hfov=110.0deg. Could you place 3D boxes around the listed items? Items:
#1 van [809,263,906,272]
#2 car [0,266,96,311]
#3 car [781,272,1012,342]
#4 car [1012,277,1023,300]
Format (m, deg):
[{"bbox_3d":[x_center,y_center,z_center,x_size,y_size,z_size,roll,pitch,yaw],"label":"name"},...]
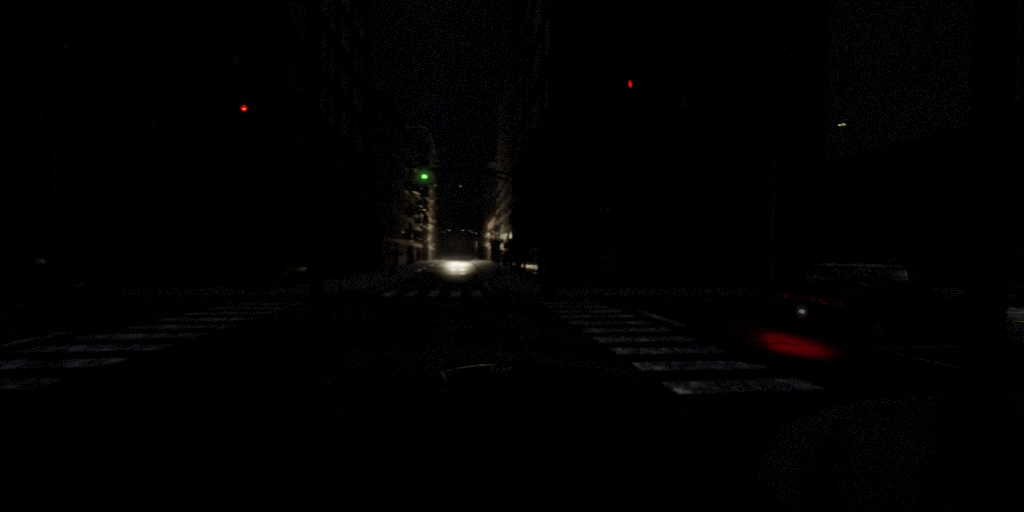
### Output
[{"bbox_3d":[15.157,1.222,15.910,3.998,1.789,1.690,0,0,-7],"label":"van"},{"bbox_3d":[-16.529,0.995,11.730,4.313,1.339,1.948,0,0,-7],"label":"car"},{"bbox_3d":[10.099,1.341,9.783,5.008,1.535,1.882,1,1,-7],"label":"car"},{"bbox_3d":[25.877,1.600,17.315,4.313,1.339,1.948,0,0,-7],"label":"car"}]
